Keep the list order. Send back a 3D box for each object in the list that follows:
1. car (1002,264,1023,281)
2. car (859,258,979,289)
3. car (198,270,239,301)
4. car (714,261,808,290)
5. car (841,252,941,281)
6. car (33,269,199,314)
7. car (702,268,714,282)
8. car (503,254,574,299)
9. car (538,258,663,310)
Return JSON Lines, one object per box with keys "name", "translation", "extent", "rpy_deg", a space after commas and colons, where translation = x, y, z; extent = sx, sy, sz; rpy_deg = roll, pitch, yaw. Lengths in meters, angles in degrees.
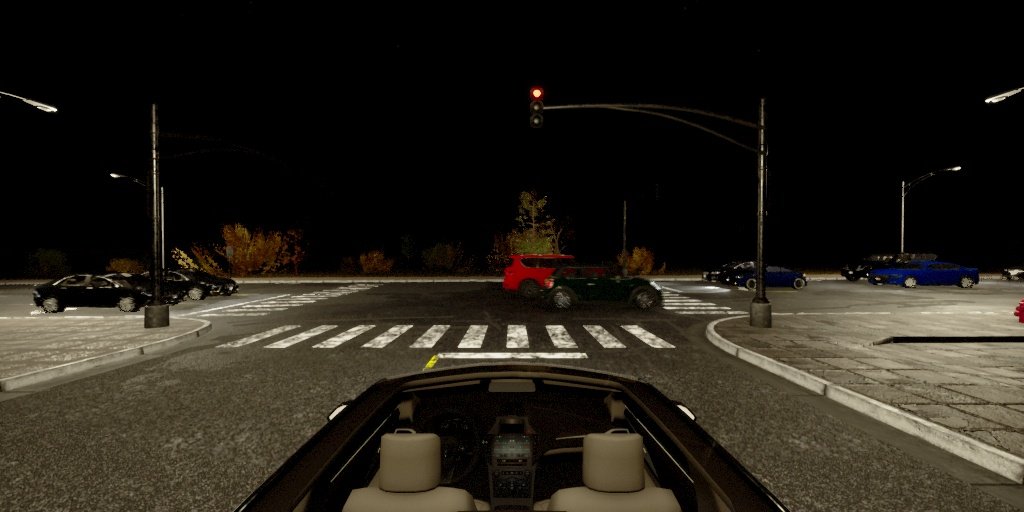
{"name": "car", "translation": [35.886, 0.946, 23.838], "extent": [4.902, 1.511, 2.128], "rpy_deg": [0, 1, 1]}
{"name": "car", "translation": [23.642, 1.045, 20.699], "extent": [5.008, 1.535, 1.882], "rpy_deg": [0, 1, 0]}
{"name": "car", "translation": [-16.190, 1.369, 17.570], "extent": [4.892, 1.490, 1.837], "rpy_deg": [0, 1, 0]}
{"name": "car", "translation": [14.497, 1.187, 20.775], "extent": [4.181, 1.385, 1.994], "rpy_deg": [0, 1, 0]}
{"name": "car", "translation": [25.405, 0.738, 23.932], "extent": [5.566, 2.045, 2.150], "rpy_deg": [0, 1, 1]}
{"name": "car", "translation": [-15.884, 1.408, 14.319], "extent": [4.892, 1.490, 1.837], "rpy_deg": [0, 1, 0]}
{"name": "car", "translation": [15.379, 1.068, 24.017], "extent": [4.902, 1.511, 2.128], "rpy_deg": [0, 1, 0]}
{"name": "car", "translation": [2.338, 0.944, 17.431], "extent": [5.566, 2.045, 2.150], "rpy_deg": [0, 1, 1]}
{"name": "car", "translation": [3.464, 1.099, 14.172], "extent": [4.553, 1.767, 2.097], "rpy_deg": [0, 0, 1]}
